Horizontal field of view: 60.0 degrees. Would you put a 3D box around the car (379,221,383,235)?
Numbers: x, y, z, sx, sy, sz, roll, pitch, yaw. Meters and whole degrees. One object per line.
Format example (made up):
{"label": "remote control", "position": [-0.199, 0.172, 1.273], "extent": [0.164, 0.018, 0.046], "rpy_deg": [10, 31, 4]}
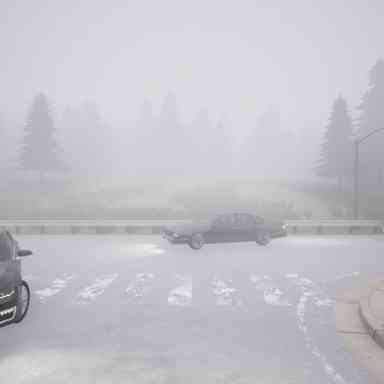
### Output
{"label": "car", "position": [11.240, 1.492, 15.192], "extent": [4.902, 1.511, 2.128], "rpy_deg": [0, 0, 0]}

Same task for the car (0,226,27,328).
{"label": "car", "position": [-4.456, 1.505, 6.676], "extent": [1.837, 1.490, 4.892], "rpy_deg": [0, 0, -28]}

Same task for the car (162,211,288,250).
{"label": "car", "position": [1.461, 1.548, 14.316], "extent": [5.357, 1.411, 2.033], "rpy_deg": [0, 0, -20]}
